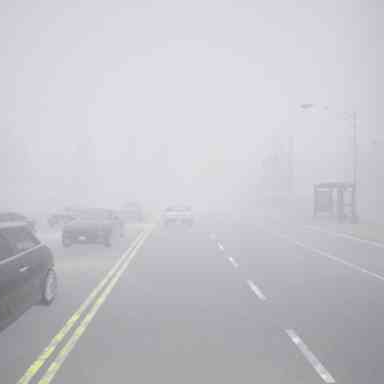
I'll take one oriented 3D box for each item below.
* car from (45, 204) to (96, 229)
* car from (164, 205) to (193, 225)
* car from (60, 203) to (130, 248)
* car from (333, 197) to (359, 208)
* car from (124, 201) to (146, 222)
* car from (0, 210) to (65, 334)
[{"bbox_3d":[-8.064,1.575,22.526,1.895,1.301,4.718,0,0,-2],"label":"car"},{"bbox_3d":[-0.950,1.573,23.606,1.895,1.301,4.718,0,0,-3],"label":"car"},{"bbox_3d":[-4.231,1.460,14.936,1.882,1.535,5.008,0,0,-3],"label":"car"},{"bbox_3d":[17.615,1.384,40.279,4.902,1.511,2.128,0,0,-2],"label":"car"},{"bbox_3d":[-4.674,1.480,26.039,1.837,1.490,4.892,0,0,-3],"label":"car"},{"bbox_3d":[-3.766,1.346,4.955,2.097,1.767,4.553,0,0,-3],"label":"car"}]
